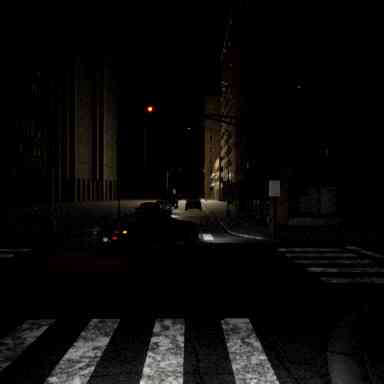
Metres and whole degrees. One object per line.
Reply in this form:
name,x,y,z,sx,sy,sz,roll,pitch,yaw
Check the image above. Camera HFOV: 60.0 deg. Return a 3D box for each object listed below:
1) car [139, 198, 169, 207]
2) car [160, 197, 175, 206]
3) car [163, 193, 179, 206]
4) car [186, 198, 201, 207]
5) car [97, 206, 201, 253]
car,-3.052,1.479,24.437,1.882,1.535,5.008,0,0,0
car,-3.034,1.527,34.401,1.812,1.442,4.674,0,0,0
car,-2.999,1.222,45.111,2.150,2.045,5.566,0,0,1
car,0.177,1.479,41.849,1.882,1.535,5.008,0,0,0
car,-1.667,1.527,13.798,1.812,1.442,4.674,1,1,40
